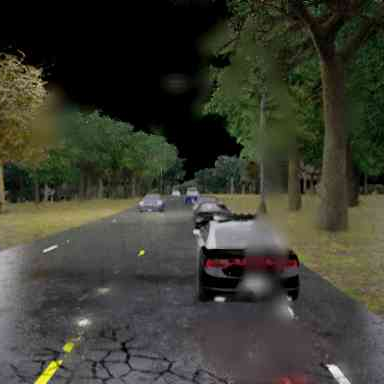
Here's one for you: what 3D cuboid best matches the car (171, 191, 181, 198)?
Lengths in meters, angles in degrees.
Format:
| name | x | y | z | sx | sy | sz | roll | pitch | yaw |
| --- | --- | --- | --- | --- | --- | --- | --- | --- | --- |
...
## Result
| name | x | y | z | sx | sy | sz | roll | pitch | yaw |
| --- | --- | --- | --- | --- | --- | --- | --- | --- | --- |
| car | -3.368 | 0.516 | 71.209 | 1.812 | 1.442 | 4.674 | 0 | 1 | 0 |

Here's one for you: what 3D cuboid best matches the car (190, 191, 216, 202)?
| name | x | y | z | sx | sy | sz | roll | pitch | yaw |
| --- | --- | --- | --- | --- | --- | --- | --- | --- | --- |
| car | 1.094 | 1.037 | 24.065 | 2.097 | 1.767 | 4.553 | 0 | 1 | 0 |

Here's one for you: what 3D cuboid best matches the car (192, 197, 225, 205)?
| name | x | y | z | sx | sy | sz | roll | pitch | yaw |
| --- | --- | --- | --- | --- | --- | --- | --- | --- | --- |
| car | 1.084 | 1.248 | 18.096 | 1.882 | 1.535 | 5.008 | 0 | 1 | 0 |

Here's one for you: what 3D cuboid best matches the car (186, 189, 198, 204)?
| name | x | y | z | sx | sy | sz | roll | pitch | yaw |
| --- | --- | --- | --- | --- | --- | --- | --- | --- | --- |
| car | 0.129 | 0.801 | 46.879 | 1.882 | 1.535 | 5.008 | 0 | 1 | 1 |

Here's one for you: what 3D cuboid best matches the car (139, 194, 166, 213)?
| name | x | y | z | sx | sy | sz | roll | pitch | yaw |
| --- | --- | --- | --- | --- | --- | --- | --- | --- | --- |
| car | -3.540 | 0.943 | 30.415 | 2.097 | 1.767 | 4.553 | 0 | 1 | 0 |

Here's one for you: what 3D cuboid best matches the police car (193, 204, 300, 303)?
| name | x | y | z | sx | sy | sz | roll | pitch | yaw |
| --- | --- | --- | --- | --- | --- | --- | --- | --- | --- |
| police car | 1.066 | 1.326 | 8.204 | 1.930 | 1.638 | 5.238 | 0 | 1 | 0 |
